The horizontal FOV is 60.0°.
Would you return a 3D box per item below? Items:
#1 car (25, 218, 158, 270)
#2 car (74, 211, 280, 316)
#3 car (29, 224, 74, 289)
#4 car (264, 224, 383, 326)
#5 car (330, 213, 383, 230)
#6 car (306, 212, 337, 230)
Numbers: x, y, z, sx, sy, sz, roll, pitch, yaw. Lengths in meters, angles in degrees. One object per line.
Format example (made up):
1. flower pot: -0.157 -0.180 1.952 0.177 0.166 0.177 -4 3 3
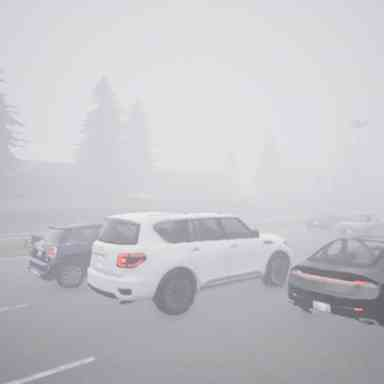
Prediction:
1. car: -4.044 1.991 13.931 5.008 1.535 1.882 1 -2 -39
2. car: 0.247 1.497 8.414 5.566 2.045 2.150 1 -2 -39
3. car: -2.582 1.738 10.617 4.553 1.767 2.097 1 -2 -39
4. car: 3.983 1.666 6.932 4.902 1.511 2.128 1 -2 -39
5. car: 11.451 2.147 22.014 4.718 1.301 1.895 1 -2 -39
6. car: 10.750 2.246 25.953 4.181 1.385 1.994 1 -2 -39
